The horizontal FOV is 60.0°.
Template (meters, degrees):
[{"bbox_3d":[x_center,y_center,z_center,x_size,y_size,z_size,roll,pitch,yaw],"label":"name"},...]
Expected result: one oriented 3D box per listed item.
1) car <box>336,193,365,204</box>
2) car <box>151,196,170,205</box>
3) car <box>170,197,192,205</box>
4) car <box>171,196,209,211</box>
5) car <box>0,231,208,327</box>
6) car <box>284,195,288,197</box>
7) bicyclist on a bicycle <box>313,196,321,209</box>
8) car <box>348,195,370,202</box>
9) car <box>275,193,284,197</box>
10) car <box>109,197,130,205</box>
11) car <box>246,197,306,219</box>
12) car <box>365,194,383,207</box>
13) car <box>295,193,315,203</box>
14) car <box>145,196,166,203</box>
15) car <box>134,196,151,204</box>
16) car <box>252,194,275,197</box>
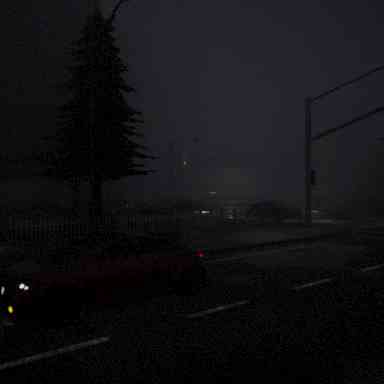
[{"bbox_3d":[34.641,1.153,72.308,1.932,1.855,4.605,0,0,-36],"label":"car"},{"bbox_3d":[-4.679,1.491,58.437,2.128,1.511,4.902,0,0,-36],"label":"car"},{"bbox_3d":[-2.087,1.564,60.749,1.994,1.385,4.181,0,0,-35],"label":"car"},{"bbox_3d":[-0.315,1.564,40.072,1.994,1.385,4.181,0,0,-36],"label":"car"},{"bbox_3d":[-1.716,1.564,7.053,4.181,1.385,1.994,0,0,-35],"label":"car"},{"bbox_3d":[21.363,1.153,81.327,1.932,1.855,4.605,0,0,-36],"label":"car"},{"bbox_3d":[15.931,1.302,42.301,1.656,1.620,0.582,0,0,-36],"label":"bicyclist on a bicycle"},{"bbox_3d":[37.034,1.364,73.941,1.784,1.438,3.905,0,0,-36],"label":"car"},{"bbox_3d":[19.210,1.364,79.725,1.784,1.438,3.905,0,0,-36],"label":"car"},{"bbox_3d":[-12.531,1.547,57.180,2.033,1.411,5.357,0,0,-36],"label":"car"},{"bbox_3d":[7.333,1.478,29.457,1.882,1.535,5.008,0,0,-36],"label":"car"},{"bbox_3d":[26.528,1.153,44.983,1.932,1.855,4.605,0,0,-36],"label":"car"},{"bbox_3d":[20.951,1.395,62.403,1.970,1.475,3.806,0,0,-36],"label":"car"},{"bbox_3d":[-7.536,1.547,68.216,2.033,1.411,5.357,0,0,-36],"label":"car"},{"bbox_3d":[-9.866,1.564,65.615,1.994,1.385,4.181,0,0,-36],"label":"car"},{"bbox_3d":[16.855,1.395,78.041,1.970,1.475,3.806,0,0,-36],"label":"car"}]
